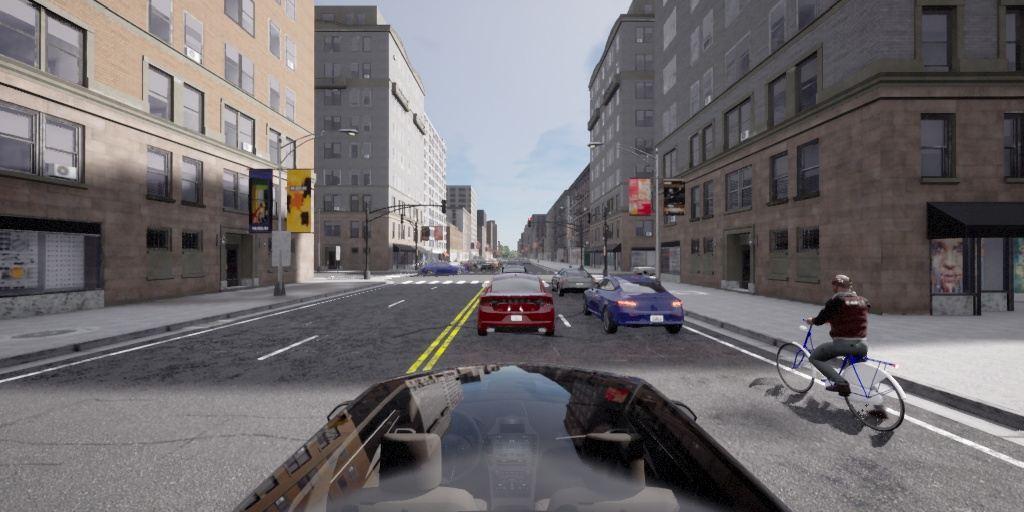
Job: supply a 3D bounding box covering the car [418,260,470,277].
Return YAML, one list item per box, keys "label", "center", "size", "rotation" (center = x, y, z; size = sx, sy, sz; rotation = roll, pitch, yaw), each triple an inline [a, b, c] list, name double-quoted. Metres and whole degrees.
- label: "car"
  center: [-6.955, 1.284, 35.911]
  size: [4.674, 1.442, 1.812]
  rotation: [1, 0, -20]

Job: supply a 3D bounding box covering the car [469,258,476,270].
- label: "car"
  center: [-6.608, 1.368, 50.356]
  size: [1.895, 1.301, 4.718]
  rotation: [0, 0, 0]

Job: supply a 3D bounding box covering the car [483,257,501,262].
- label: "car"
  center: [-3.338, 1.247, 59.796]
  size: [1.882, 1.535, 5.008]
  rotation: [0, 0, 0]

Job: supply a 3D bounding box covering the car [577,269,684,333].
- label: "car"
  center: [3.345, 1.277, 10.573]
  size: [1.812, 1.442, 4.674]
  rotation: [0, 0, 0]

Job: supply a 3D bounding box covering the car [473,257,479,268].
- label: "car"
  center: [-6.591, 1.274, 59.458]
  size: [1.837, 1.490, 4.892]
  rotation: [0, 0, 0]

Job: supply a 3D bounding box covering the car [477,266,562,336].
- label: "car"
  center: [0.101, 1.229, 10.437]
  size: [1.882, 1.535, 5.008]
  rotation: [0, 0, 0]

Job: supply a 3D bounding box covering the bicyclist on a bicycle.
- label: "bicyclist on a bicycle"
  center: [4.146, 1.121, 4.712]
  size: [0.659, 1.776, 1.843]
  rotation: [0, 0, 0]

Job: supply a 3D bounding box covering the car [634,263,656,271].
- label: "car"
  center: [15.048, 1.410, 37.146]
  size: [4.718, 1.301, 1.895]
  rotation: [0, 0, 1]

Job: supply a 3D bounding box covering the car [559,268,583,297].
- label: "car"
  center: [3.249, 1.317, 19.173]
  size: [1.994, 1.385, 4.181]
  rotation: [0, 0, 0]

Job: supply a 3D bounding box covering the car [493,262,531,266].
- label: "car"
  center: [0.100, 1.259, 19.920]
  size: [1.837, 1.490, 4.892]
  rotation: [0, 0, 0]

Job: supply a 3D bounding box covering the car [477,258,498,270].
- label: "car"
  center: [-3.348, 1.368, 50.404]
  size: [1.895, 1.301, 4.718]
  rotation: [0, 0, 0]
